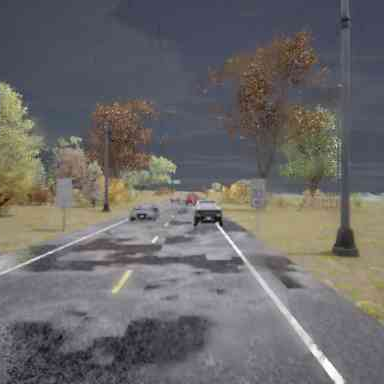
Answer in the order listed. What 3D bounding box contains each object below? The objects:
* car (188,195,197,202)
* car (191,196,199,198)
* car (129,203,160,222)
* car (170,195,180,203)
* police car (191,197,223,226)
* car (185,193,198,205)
[{"bbox_3d":[0.116,1.399,74.511,1.812,1.442,4.674,0,0,0],"label":"car"},{"bbox_3d":[1.078,1.496,39.096,1.837,1.490,4.892,0,0,0],"label":"car"},{"bbox_3d":[-3.590,1.560,25.769,1.994,1.385,4.181,0,0,0],"label":"car"},{"bbox_3d":[-3.404,1.445,67.671,1.882,1.535,5.008,0,0,0],"label":"car"},{"bbox_3d":[1.053,1.422,23.213,1.930,1.638,5.238,0,0,0],"label":"police car"},{"bbox_3d":[0.071,1.204,56.482,2.150,2.045,5.566,0,0,0],"label":"car"}]
